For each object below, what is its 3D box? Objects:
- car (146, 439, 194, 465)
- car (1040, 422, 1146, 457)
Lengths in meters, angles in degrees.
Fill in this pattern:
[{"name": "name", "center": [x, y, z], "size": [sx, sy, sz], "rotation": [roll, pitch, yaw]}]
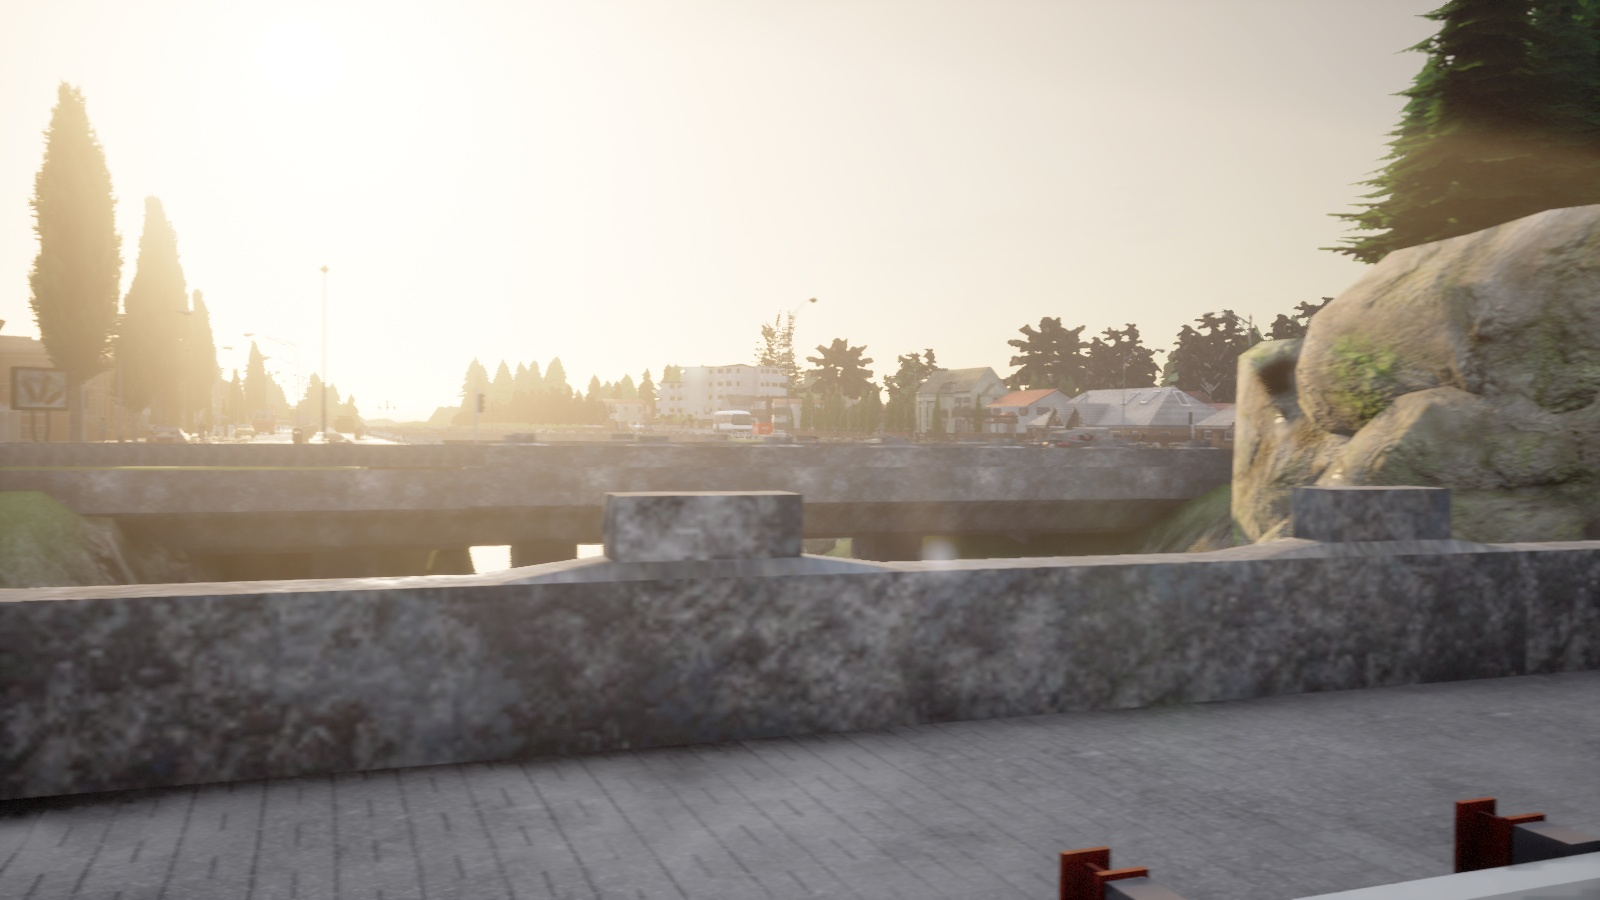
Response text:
[{"name": "car", "center": [-35.290, 0.098, 70.458], "size": [1.994, 1.385, 4.181], "rotation": [-1, 1, -21]}, {"name": "car", "center": [14.505, -0.529, 62.220], "size": [4.611, 1.667, 2.242], "rotation": [-1, 1, -21]}]
